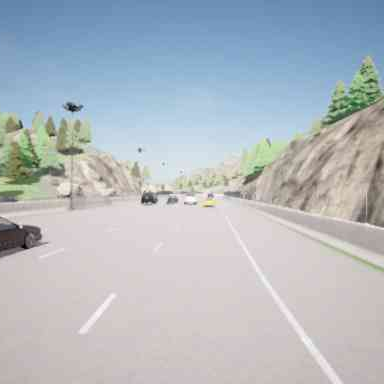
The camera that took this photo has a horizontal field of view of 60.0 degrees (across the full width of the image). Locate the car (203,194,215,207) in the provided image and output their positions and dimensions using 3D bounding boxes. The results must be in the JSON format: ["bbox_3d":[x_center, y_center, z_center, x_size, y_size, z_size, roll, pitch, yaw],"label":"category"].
[{"bbox_3d":[2.677,1.566,52.215,1.882,1.535,5.008,1,-1,4],"label":"car"}]

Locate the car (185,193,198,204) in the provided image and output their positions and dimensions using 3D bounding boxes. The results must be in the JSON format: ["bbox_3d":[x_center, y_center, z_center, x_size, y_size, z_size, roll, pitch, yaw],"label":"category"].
[{"bbox_3d":[-0.111,1.238,63.012,2.150,2.045,5.566,1,0,3],"label":"car"}]

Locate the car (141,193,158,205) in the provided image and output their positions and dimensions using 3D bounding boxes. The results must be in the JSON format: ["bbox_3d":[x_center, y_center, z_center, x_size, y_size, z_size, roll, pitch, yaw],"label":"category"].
[{"bbox_3d":[-7.389,1.128,58.058,2.150,2.045,5.566,1,0,3],"label":"car"}]

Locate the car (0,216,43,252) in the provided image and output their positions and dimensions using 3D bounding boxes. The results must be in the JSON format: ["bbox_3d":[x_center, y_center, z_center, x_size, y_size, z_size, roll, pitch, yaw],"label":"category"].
[{"bbox_3d":[-7.132,1.445,10.970,2.033,1.411,5.357,1,0,5],"label":"car"}]

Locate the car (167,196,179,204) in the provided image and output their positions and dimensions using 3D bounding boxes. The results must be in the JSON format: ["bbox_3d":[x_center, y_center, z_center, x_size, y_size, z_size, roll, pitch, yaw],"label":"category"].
[{"bbox_3d":[-3.601,1.456,63.184,2.128,1.511,4.902,1,0,3],"label":"car"}]
